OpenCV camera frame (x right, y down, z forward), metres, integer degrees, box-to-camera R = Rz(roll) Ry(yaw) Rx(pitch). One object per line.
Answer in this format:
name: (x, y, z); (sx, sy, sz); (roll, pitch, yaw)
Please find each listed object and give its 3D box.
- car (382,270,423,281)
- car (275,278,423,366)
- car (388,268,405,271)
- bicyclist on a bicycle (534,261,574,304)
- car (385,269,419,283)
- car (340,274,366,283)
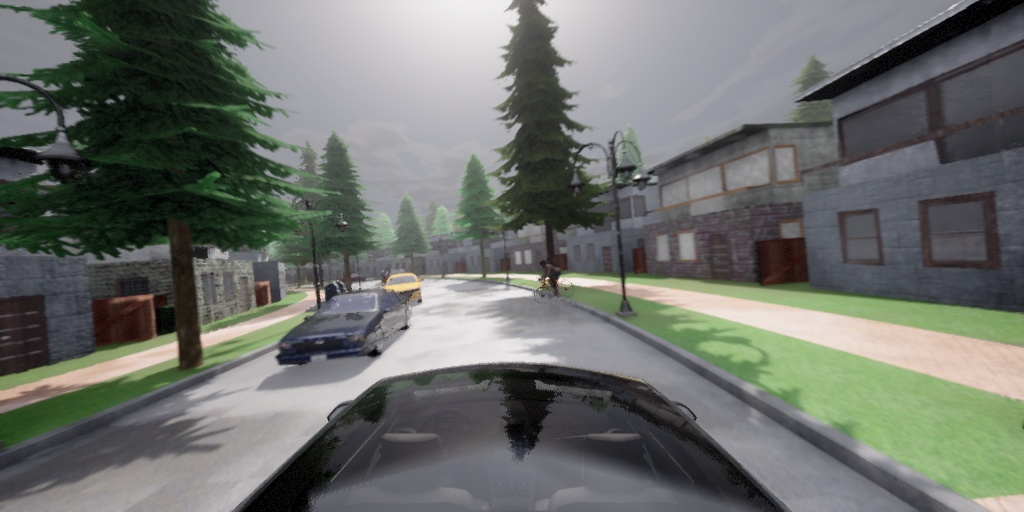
car: (-5.879, 1.704, 19.429); (1.882, 1.535, 5.008); (-5, 0, -15)
car: (-4.007, 1.630, 9.666); (2.033, 1.411, 5.357); (-5, 0, -4)
car: (-9.217, 1.852, 28.848); (2.097, 1.767, 4.553); (-5, 0, -25)
bicyclist on a bicycle: (1.515, 0.951, 13.823); (1.656, 1.620, 0.582); (-14, 2, -9)
car: (-13.198, 2.369, 42.729); (2.033, 1.411, 5.357); (-5, 0, -38)
car: (-23.831, 3.339, 53.687); (4.718, 1.301, 1.895); (-5, 0, 39)
